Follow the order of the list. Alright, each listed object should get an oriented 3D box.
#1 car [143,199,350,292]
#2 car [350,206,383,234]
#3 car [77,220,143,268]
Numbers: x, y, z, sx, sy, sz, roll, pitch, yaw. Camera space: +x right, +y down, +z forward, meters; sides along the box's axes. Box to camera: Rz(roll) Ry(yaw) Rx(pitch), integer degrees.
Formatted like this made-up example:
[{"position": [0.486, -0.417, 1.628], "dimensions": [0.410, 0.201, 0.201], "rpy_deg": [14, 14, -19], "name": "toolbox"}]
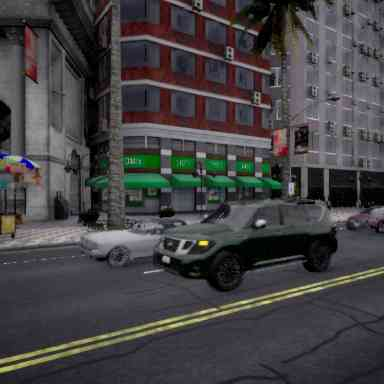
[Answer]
[{"position": [1.714, 1.222, 9.259], "dimensions": [5.566, 2.045, 2.150], "rpy_deg": [0, 0, -33], "name": "car"}, {"position": [10.975, 1.525, 19.229], "dimensions": [4.674, 1.442, 1.812], "rpy_deg": [0, 0, -30], "name": "car"}, {"position": [-1.371, 1.601, 11.414], "dimensions": [4.718, 1.301, 1.895], "rpy_deg": [0, 0, -33], "name": "car"}]
